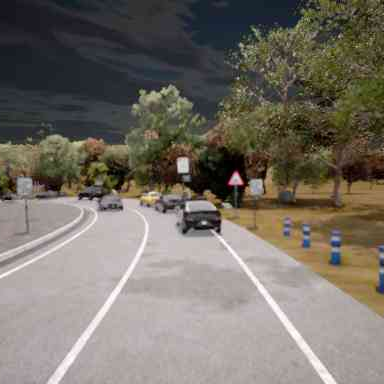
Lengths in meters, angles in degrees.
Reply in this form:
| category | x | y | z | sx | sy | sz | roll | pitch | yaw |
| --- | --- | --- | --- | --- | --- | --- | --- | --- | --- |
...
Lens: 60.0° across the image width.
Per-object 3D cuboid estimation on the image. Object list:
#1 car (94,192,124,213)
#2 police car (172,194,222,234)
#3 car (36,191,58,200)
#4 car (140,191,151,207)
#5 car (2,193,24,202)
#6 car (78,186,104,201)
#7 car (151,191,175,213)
| category | x | y | z | sx | sy | sz | roll | pitch | yaw |
| --- | --- | --- | --- | --- | --- | --- | --- | --- | --- |
| car | -7.350 | 1.002 | 29.789 | 1.994 | 1.385 | 4.181 | -2 | 2 | -21 |
| police car | 0.246 | 1.107 | 17.574 | 1.930 | 1.638 | 5.238 | -1 | 2 | -7 |
| car | -26.676 | 0.620 | 61.214 | 4.902 | 1.511 | 2.128 | -2 | 4 | 33 |
| car | -4.002 | 0.646 | 33.782 | 1.801 | 1.575 | 5.366 | -3 | 2 | -22 |
| car | -33.254 | 0.997 | 61.648 | 4.902 | 1.511 | 2.128 | -2 | 4 | 33 |
| car | -15.389 | 0.194 | 50.703 | 2.150 | 2.045 | 5.566 | -6 | 4 | -43 |
| car | -1.871 | 0.870 | 27.687 | 1.837 | 1.490 | 4.892 | -2 | 2 | -16 |
